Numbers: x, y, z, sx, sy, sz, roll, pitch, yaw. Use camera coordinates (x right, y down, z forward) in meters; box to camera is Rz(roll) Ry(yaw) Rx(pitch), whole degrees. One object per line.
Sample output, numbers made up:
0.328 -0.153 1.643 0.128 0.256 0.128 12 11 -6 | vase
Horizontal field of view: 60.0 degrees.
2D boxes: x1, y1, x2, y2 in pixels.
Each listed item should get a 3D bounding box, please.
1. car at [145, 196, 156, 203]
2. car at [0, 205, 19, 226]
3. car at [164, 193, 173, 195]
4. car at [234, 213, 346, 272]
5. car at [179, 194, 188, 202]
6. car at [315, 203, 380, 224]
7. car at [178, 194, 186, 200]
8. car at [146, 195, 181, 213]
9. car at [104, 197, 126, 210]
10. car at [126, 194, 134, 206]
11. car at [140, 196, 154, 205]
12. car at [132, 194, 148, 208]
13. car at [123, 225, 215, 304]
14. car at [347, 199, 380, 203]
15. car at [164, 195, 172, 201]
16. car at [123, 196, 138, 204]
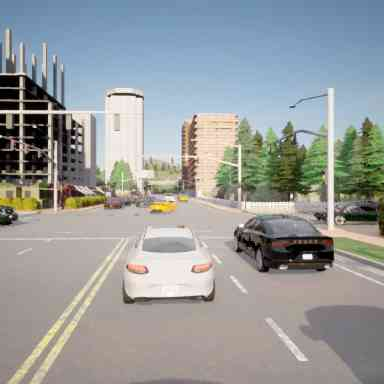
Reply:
-8.447 1.547 68.365 2.033 1.411 5.357 0 0 -4 | car
-14.064 1.223 21.186 5.566 2.045 2.150 0 0 7 | car
-4.455 1.221 62.959 2.150 2.045 5.566 0 0 -5 | car
2.686 1.478 10.834 1.882 1.535 5.008 0 0 -5 | car
-2.039 1.470 76.910 1.882 1.535 5.008 0 0 -4 | car
11.111 1.601 22.971 4.718 1.301 1.895 0 0 -3 | car
-2.724 1.304 86.458 1.882 1.535 5.008 0 0 -4 | car
-3.034 1.478 36.700 1.882 1.535 5.008 1 0 13 | car
-10.287 1.478 43.758 1.882 1.535 5.008 0 0 -4 | car
-10.946 1.478 53.084 1.882 1.535 5.008 0 0 -4 | car
-7.774 1.491 57.938 2.128 1.511 4.902 0 0 -4 | car
-7.137 1.492 48.828 2.128 1.511 4.902 0 0 -4 | car
-0.581 1.526 8.098 1.812 1.442 4.674 0 0 -5 | car
17.085 1.491 33.960 4.902 1.511 2.128 0 0 -3 | car
-6.142 1.524 85.186 1.812 1.442 4.674 0 0 -4 | car
-11.632 1.547 63.225 2.033 1.411 5.357 0 0 -4 | car
